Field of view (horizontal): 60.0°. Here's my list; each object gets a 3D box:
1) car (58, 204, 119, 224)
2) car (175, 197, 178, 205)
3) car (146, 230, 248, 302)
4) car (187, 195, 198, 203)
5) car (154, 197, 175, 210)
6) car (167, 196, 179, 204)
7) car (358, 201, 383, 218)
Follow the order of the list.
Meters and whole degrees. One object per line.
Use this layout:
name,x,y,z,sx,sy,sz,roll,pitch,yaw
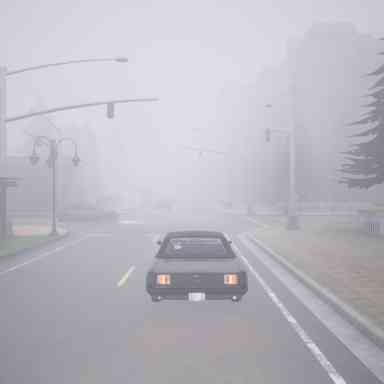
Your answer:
car,-7.460,1.551,24.084,4.181,1.385,1.994,0,0,-13
car,-3.602,1.601,52.579,1.895,1.301,4.718,0,0,0
car,0.067,1.601,8.220,1.895,1.301,4.718,0,0,-1
car,0.079,1.352,69.196,2.097,1.767,4.553,0,0,0
car,-3.606,1.526,42.705,1.812,1.442,4.674,0,0,1
car,-3.582,1.564,62.618,1.994,1.385,4.181,0,0,0
car,16.862,1.493,28.536,5.008,1.535,1.882,0,0,-2
